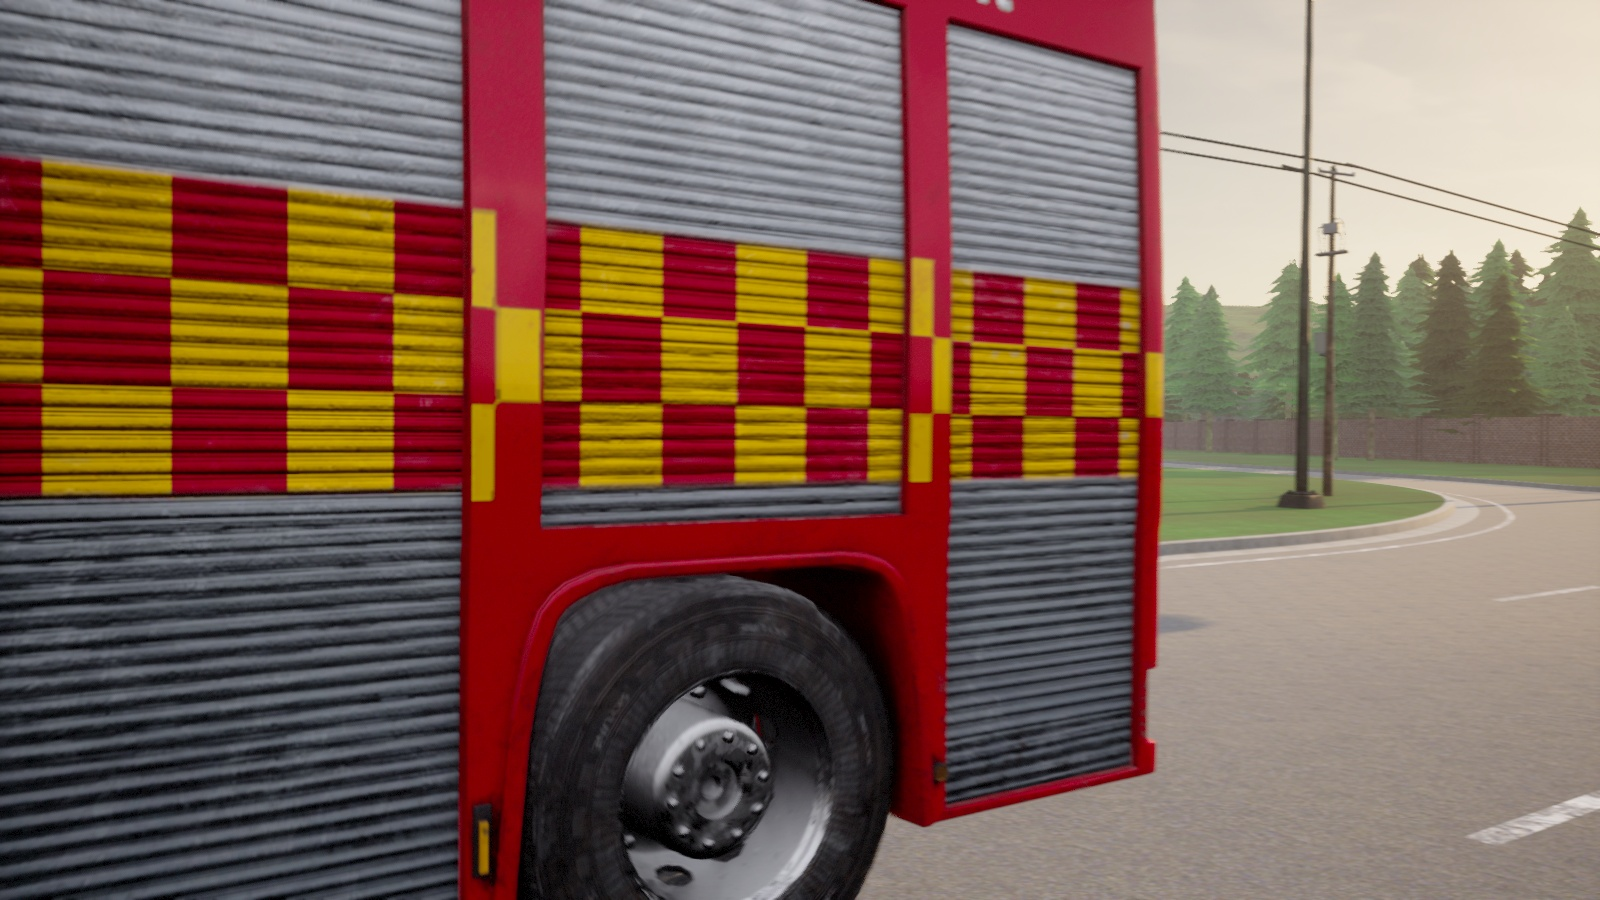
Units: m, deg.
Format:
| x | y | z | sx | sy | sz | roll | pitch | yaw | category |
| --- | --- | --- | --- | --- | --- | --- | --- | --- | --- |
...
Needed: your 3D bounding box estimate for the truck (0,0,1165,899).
| x | y | z | sx | sy | sz | roll | pitch | yaw | category |
| --- | --- | --- | --- | --- | --- | --- | --- | --- | --- |
| -3.125 | -0.379 | 2.837 | 8.468 | 3.827 | 2.891 | -1 | 1 | -35 | truck |
